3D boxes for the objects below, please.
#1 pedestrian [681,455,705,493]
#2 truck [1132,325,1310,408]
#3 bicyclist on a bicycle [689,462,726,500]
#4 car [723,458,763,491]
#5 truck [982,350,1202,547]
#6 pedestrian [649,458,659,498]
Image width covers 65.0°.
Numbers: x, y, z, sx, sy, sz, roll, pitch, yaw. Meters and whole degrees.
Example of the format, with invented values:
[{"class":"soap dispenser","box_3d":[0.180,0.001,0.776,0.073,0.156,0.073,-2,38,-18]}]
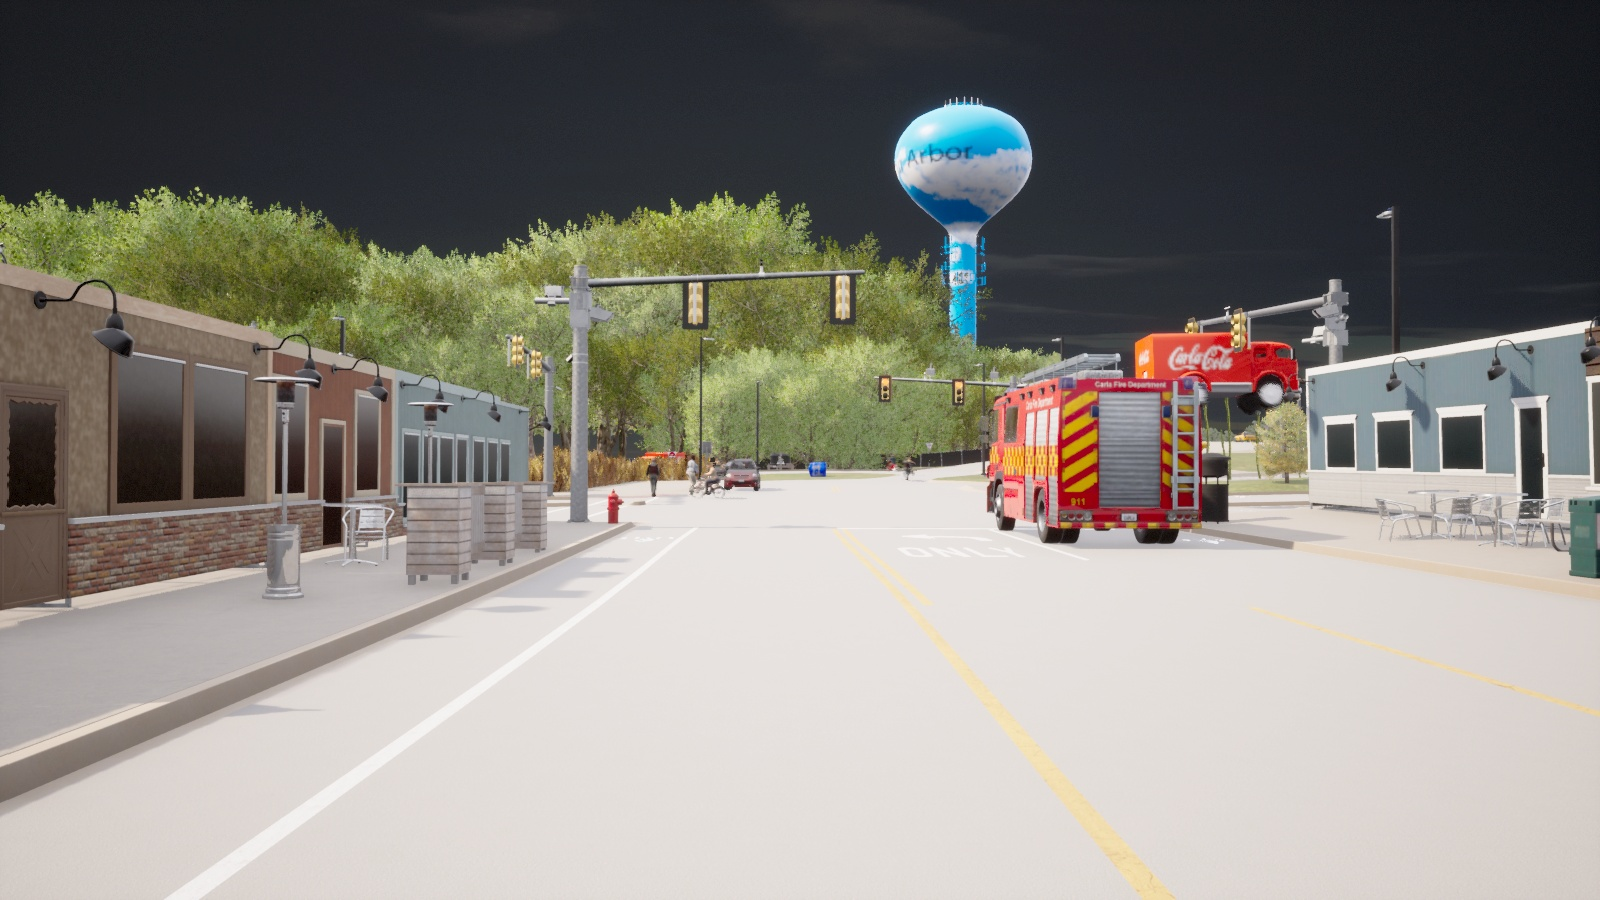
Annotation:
[{"class":"pedestrian","box_3d":[-5.252,1.194,61.605,0.900,1.855,0.874,0,-1,-27]},{"class":"truck","box_3d":[14.484,-2.842,43.502,5.204,2.467,2.627,-1,-3,0]},{"class":"bicyclist on a bicycle","box_3d":[-4.055,1.371,54.973,1.509,1.612,0.866,-1,0,2]},{"class":"car","box_3d":[-2.920,1.248,64.968,1.851,1.617,3.988,0,1,0]},{"class":"truck","box_3d":[6.313,0.008,28.718,2.891,3.827,8.468,0,-1,-1]},{"class":"pedestrian","box_3d":[-6.812,1.302,58.678,0.376,1.854,0.720,0,-1,0]}]
